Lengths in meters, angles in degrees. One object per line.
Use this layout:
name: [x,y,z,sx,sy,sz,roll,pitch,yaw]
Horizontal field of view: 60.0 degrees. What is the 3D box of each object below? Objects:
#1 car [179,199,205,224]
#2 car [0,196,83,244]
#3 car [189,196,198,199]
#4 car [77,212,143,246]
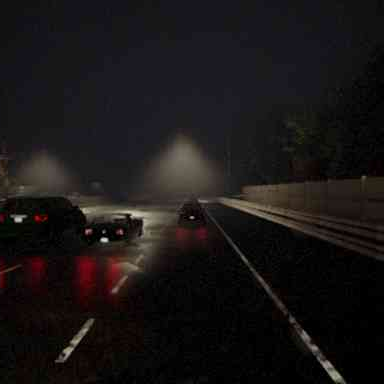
car: [-0.005,1.514,24.173,1.812,1.442,4.674,0,0,0]
car: [-6.902,1.209,15.911,2.150,2.045,5.566,0,0,0]
car: [0.250,1.596,70.776,1.994,1.385,4.181,0,0,5]
car: [-3.402,1.588,15.169,1.895,1.301,4.718,0,0,0]
